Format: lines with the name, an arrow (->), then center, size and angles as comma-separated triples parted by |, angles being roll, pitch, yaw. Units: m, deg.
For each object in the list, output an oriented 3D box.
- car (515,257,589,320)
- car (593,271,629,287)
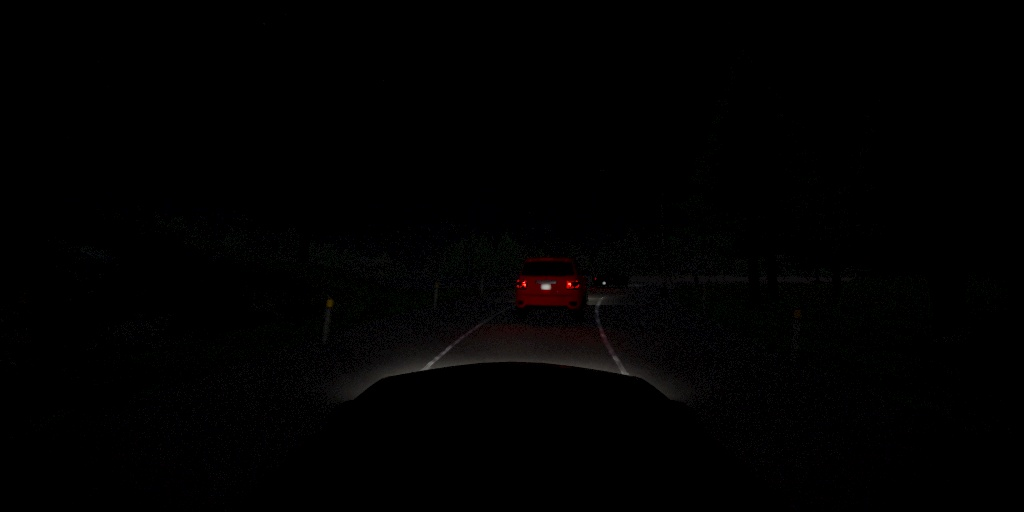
car -> 1.611, 1.068, 13.315 | 2.150, 2.045, 5.566 | -1, -1, 13
car -> 8.358, 1.904, 29.930 | 1.895, 1.301, 4.718 | -2, -3, 31
